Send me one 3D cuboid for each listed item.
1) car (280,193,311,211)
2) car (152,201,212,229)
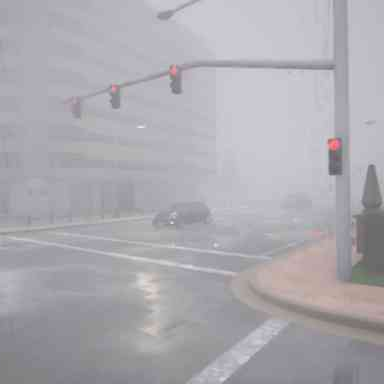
[{"bbox_3d":[12.557,1.110,39.959,2.150,2.045,5.566,-1,0,37],"label":"car"},{"bbox_3d":[-0.613,1.430,22.493,2.097,1.767,4.553,-1,0,37],"label":"car"}]
